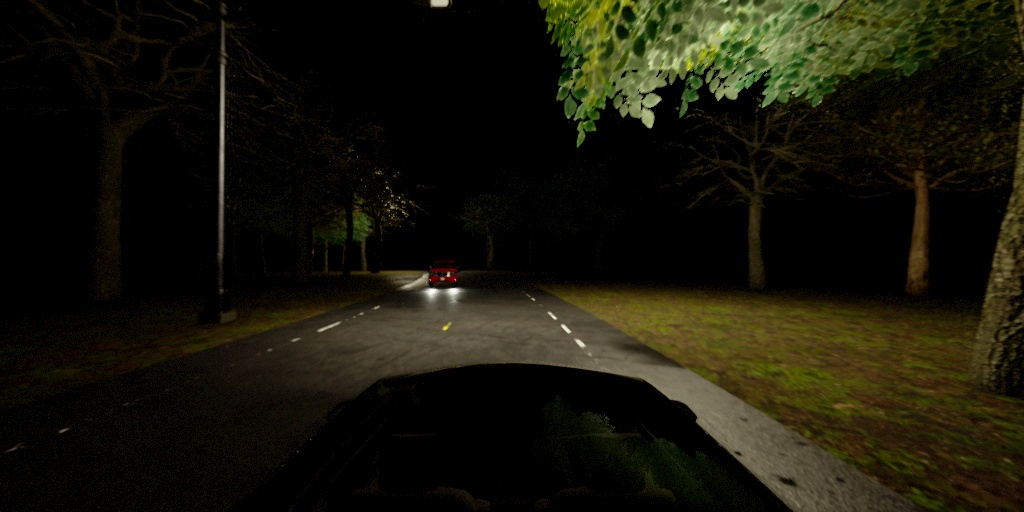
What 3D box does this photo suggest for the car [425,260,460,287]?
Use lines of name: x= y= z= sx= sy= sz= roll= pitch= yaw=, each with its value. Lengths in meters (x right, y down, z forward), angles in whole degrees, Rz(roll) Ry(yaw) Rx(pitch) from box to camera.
car: x=-5.430 y=1.355 z=28.924 sx=2.150 sy=2.045 sz=5.566 roll=0 pitch=-1 yaw=-8
